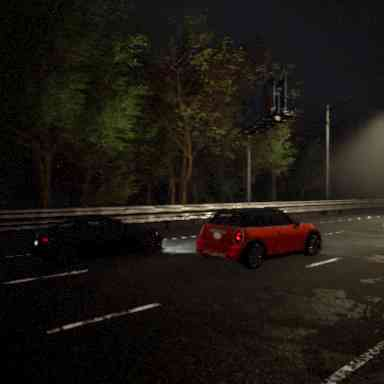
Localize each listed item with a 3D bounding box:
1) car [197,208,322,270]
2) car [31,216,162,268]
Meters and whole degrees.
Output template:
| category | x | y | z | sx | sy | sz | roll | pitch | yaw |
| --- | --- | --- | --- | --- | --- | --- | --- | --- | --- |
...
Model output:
| category | x | y | z | sx | sy | sz | roll | pitch | yaw |
| --- | --- | --- | --- | --- | --- | --- | --- | --- | --- |
| car | 2.395 | 1.308 | 11.162 | 4.553 | 1.767 | 2.097 | 0 | 0 | -39 |
| car | -3.097 | 1.496 | 11.214 | 4.181 | 1.385 | 1.994 | 0 | 0 | -39 |
